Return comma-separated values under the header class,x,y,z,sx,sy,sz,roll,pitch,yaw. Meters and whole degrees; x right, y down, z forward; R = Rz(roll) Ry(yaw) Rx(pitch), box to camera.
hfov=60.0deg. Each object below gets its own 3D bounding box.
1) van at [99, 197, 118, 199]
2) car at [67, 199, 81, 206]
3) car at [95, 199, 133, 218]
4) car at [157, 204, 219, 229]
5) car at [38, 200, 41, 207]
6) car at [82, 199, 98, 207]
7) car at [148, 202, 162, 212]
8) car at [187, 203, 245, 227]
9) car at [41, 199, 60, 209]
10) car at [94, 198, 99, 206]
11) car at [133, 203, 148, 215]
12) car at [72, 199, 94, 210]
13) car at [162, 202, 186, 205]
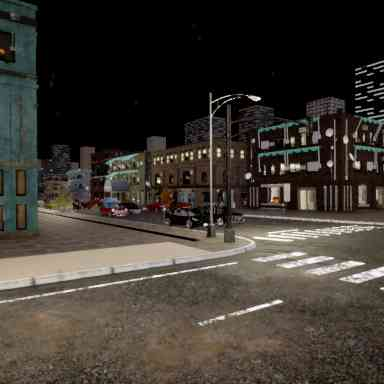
class,x,y,z,sx,sy,sz,roll,pitch,yaw
van,-14.251,1.907,58.096,1.690,1.788,3.998,-1,0,-35
car,-27.043,2.364,76.163,1.947,1.339,4.313,-1,0,-35
car,-8.289,1.846,35.183,1.967,1.590,4.097,-1,0,-35
car,-0.364,1.815,23.789,1.947,1.339,4.313,-1,0,-35
car,-30.682,2.376,66.802,2.008,1.369,4.403,-1,0,-35
car,-20.645,2.228,67.129,1.887,1.381,4.507,-1,0,-35
car,-4.646,1.966,44.545,1.802,1.307,4.206,-1,0,-35
car,1.906,1.725,25.290,1.837,1.490,4.892,-1,0,-35
car,-24.185,2.233,57.628,1.752,1.417,4.829,-1,0,-35
car,-17.451,1.940,62.612,2.192,1.841,5.009,-1,0,-35
car,-7.277,1.928,38.263,1.812,1.442,4.674,-1,0,-35
car,-17.655,2.180,53.079,1.994,1.385,4.181,-1,0,-35
car,-1.448,1.904,40.029,1.802,1.307,4.206,-2,0,-35
